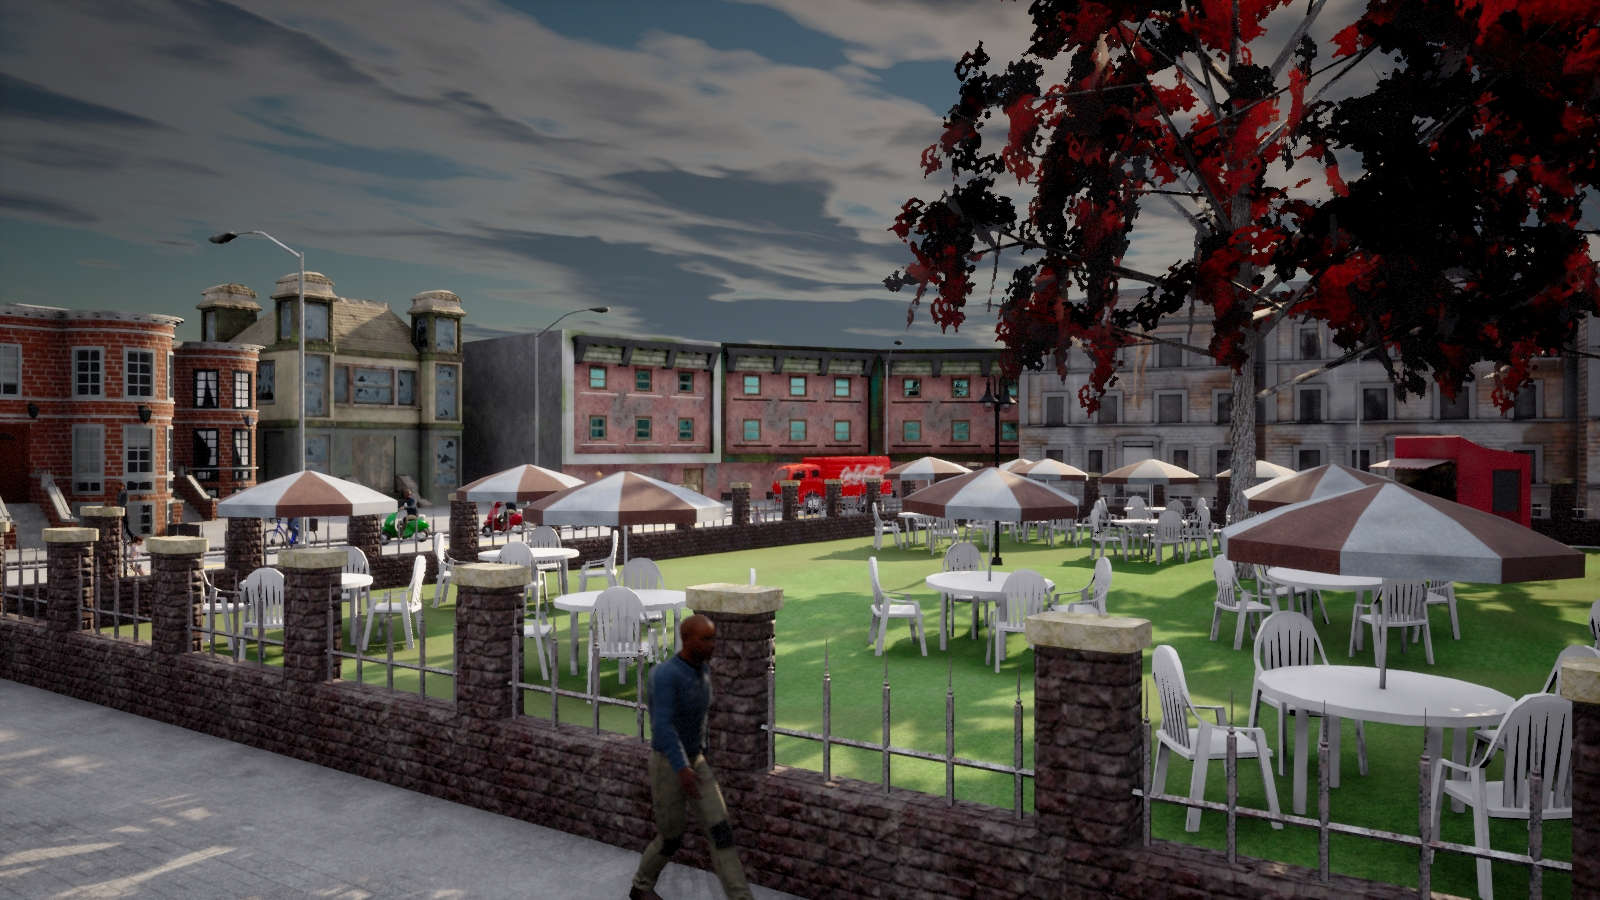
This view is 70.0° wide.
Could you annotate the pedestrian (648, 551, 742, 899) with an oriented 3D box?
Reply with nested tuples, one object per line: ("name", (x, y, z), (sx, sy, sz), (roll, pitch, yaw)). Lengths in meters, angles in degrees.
("pedestrian", (-0.594, 1.523, 6.474), (0.375, 1.860, 0.375), (0, 0, 35))

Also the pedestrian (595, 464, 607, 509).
("pedestrian", (-8.308, 1.512, 47.657), (0.375, 1.860, 0.375), (0, 0, -37))

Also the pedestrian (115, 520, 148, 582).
("pedestrian", (-12.589, 1.887, 21.510), (0.500, 1.100, 0.500), (0, 0, -35))

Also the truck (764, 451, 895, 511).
("truck", (1.322, 1.320, 50.891), (5.204, 2.467, 2.627), (-1, 1, -29))

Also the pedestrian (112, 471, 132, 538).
("pedestrian", (-19.061, 1.512, 32.105), (0.375, 1.860, 0.375), (0, 0, 39))

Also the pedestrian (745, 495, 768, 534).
("pedestrian", (-1.277, 1.895, 33.642), (0.500, 1.100, 0.500), (0, 0, 34))

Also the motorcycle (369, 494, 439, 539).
("motorcycle", (-11.759, 1.950, 33.969), (0.856, 1.236, 1.805), (0, 0, 35))
